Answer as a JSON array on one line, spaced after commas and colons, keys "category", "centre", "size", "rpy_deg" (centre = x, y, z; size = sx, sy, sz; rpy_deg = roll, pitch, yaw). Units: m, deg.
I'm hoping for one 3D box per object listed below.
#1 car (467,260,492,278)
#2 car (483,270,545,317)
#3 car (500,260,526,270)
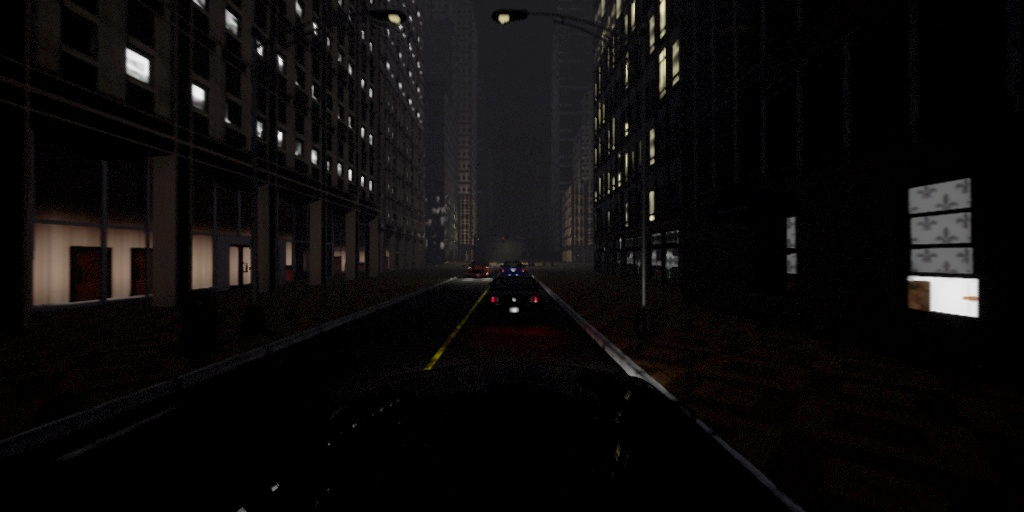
[{"category": "car", "centre": [-3.096, 1.152, 34.777], "size": [2.097, 1.767, 4.553], "rpy_deg": [0, 0, 0]}, {"category": "car", "centre": [0.083, 1.369, 13.218], "size": [1.895, 1.301, 4.718], "rpy_deg": [0, 0, 0]}, {"category": "car", "centre": [0.088, 1.145, 29.648], "size": [2.097, 1.767, 4.553], "rpy_deg": [0, 0, 0]}]
